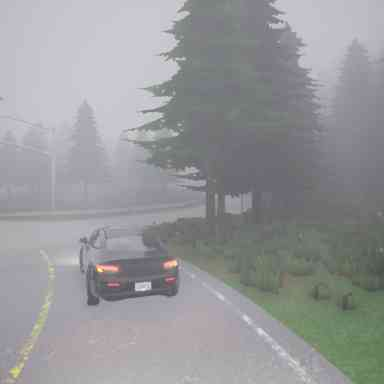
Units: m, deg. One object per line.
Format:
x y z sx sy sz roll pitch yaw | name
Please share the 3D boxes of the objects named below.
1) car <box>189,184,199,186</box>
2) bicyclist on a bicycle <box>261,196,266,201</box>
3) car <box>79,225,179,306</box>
0.576 -1.747 69.734 1.994 1.385 4.181 0 5 -5 | car
6.311 0.894 30.393 1.656 1.620 0.582 -13 -4 35 | bicyclist on a bicycle
-1.683 1.526 8.115 1.812 1.442 4.674 0 0 -21 | car
